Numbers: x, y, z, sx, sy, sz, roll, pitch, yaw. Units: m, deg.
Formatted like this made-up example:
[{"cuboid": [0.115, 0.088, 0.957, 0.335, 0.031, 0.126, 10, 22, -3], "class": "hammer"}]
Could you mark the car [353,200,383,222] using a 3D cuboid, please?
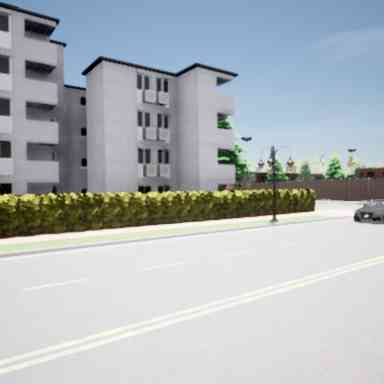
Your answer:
[{"cuboid": [12.176, 1.241, 21.329, 4.181, 1.385, 1.994, -1, 1, -36], "class": "car"}]
